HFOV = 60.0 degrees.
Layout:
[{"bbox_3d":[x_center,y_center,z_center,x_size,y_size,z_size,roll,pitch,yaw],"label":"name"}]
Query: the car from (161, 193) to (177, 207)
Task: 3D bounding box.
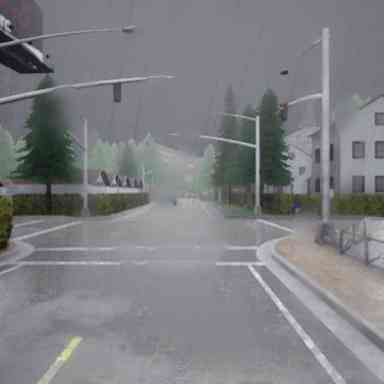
[{"bbox_3d":[-3.575,1.217,52.719,2.150,2.045,5.566,0,0,0],"label":"car"}]
